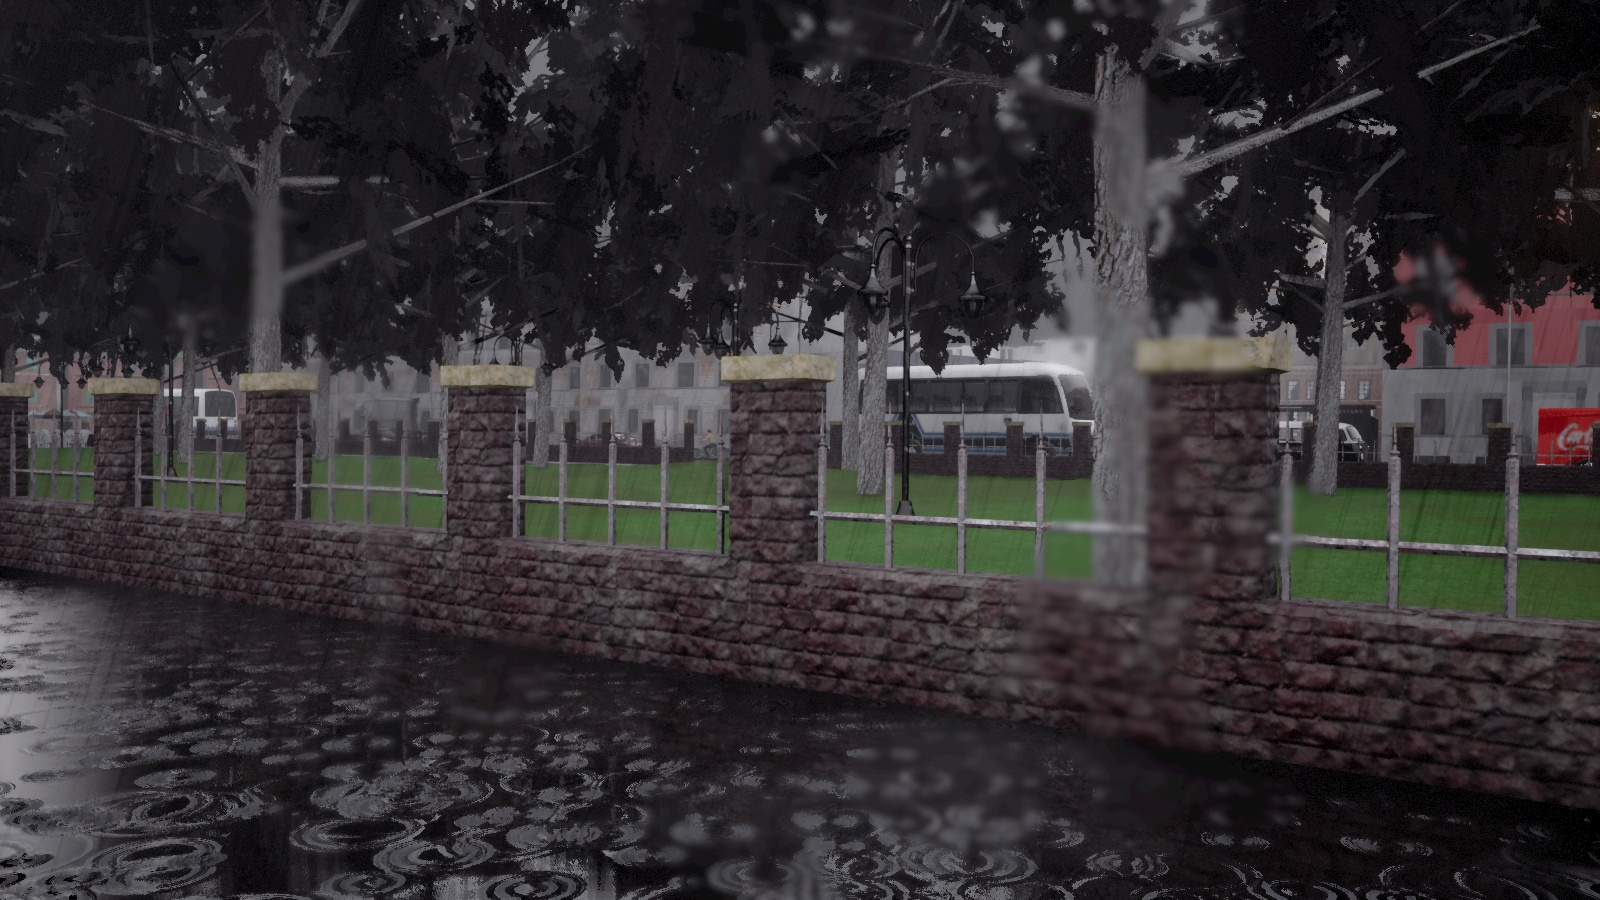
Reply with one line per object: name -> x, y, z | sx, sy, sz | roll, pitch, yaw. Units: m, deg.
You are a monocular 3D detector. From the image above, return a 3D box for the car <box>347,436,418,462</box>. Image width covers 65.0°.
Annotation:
car -> -23.945, -0.069, 71.953 | 3.806, 1.475, 1.970 | 0, 1, 35

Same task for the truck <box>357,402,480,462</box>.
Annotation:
truck -> -23.259, -1.082, 76.351 | 7.936, 3.462, 2.891 | 0, 1, 35

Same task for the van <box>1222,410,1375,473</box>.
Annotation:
van -> 16.983, -0.284, 42.855 | 4.480, 2.038, 2.069 | 0, 1, 35

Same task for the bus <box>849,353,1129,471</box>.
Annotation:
bus -> 7.328, -1.390, 49.699 | 10.273, 4.253, 3.944 | 0, 1, 35

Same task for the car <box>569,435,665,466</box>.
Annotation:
car -> -8.956, 0.001, 61.315 | 4.674, 1.442, 1.812 | 0, 1, 36

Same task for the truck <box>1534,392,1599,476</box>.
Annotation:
truck -> 24.907, -0.489, 37.226 | 5.204, 2.467, 2.627 | 0, 1, 36
